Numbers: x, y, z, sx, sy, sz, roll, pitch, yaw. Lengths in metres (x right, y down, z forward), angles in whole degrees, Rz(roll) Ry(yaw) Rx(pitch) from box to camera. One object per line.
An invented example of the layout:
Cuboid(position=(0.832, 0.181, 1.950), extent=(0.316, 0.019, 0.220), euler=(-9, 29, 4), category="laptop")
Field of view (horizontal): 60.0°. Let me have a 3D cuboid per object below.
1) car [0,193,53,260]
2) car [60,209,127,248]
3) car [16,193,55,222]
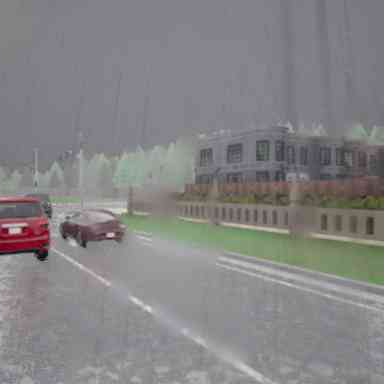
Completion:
Cuboid(position=(-6.519, 1.171, 11.541), extent=(2.150, 2.045, 5.566), euler=(0, 0, -35), category="car")
Cuboid(position=(-4.404, 1.461, 14.633), extent=(1.812, 1.442, 4.674), euler=(0, 0, -35), category="car")
Cuboid(position=(-12.747, 1.105, 26.864), extent=(2.150, 2.045, 5.566), euler=(0, 1, -32), category="car")
